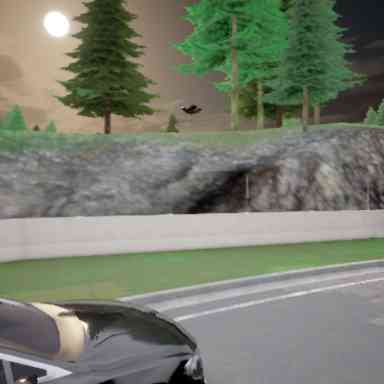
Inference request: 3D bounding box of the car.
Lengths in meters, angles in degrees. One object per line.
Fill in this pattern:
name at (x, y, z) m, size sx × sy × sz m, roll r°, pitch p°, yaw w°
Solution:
car at (-2.102, 1.463, 2.240) m, size 4.902 × 1.511 × 2.128 m, roll 0°, pitch 0°, yaw -36°
